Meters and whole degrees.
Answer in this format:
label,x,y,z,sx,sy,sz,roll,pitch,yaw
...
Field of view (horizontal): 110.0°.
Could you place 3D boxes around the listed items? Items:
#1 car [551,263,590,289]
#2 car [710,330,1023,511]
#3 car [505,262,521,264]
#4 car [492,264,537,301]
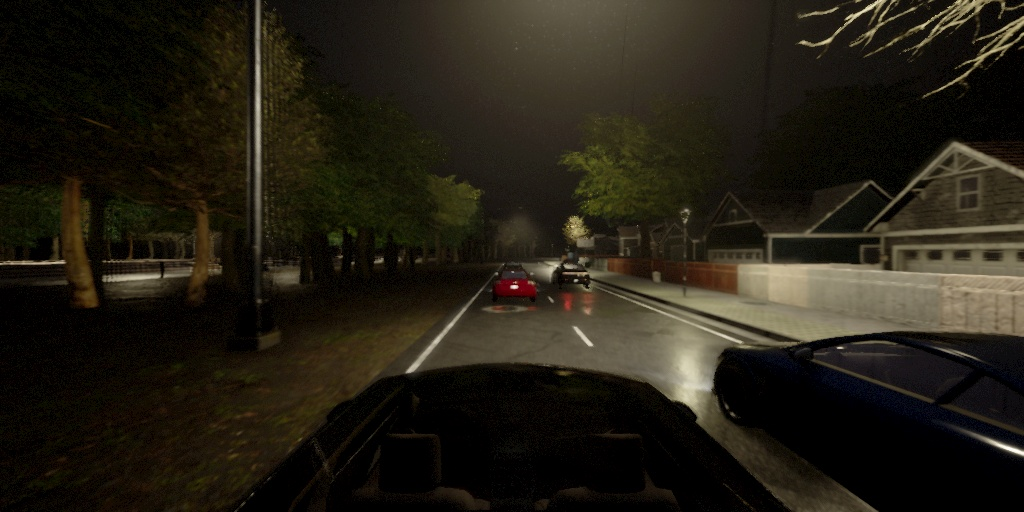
label,x,y,z,sx,sy,sz,roll,pitch,yaw
car,3.600,1.176,22.513,2.128,1.511,4.902,0,0,0
car,3.601,1.312,3.012,1.994,1.385,4.181,0,0,0
car,0.099,1.208,36.345,1.895,1.301,4.718,0,0,0
car,0.101,1.273,17.089,1.994,1.385,4.181,0,0,0
